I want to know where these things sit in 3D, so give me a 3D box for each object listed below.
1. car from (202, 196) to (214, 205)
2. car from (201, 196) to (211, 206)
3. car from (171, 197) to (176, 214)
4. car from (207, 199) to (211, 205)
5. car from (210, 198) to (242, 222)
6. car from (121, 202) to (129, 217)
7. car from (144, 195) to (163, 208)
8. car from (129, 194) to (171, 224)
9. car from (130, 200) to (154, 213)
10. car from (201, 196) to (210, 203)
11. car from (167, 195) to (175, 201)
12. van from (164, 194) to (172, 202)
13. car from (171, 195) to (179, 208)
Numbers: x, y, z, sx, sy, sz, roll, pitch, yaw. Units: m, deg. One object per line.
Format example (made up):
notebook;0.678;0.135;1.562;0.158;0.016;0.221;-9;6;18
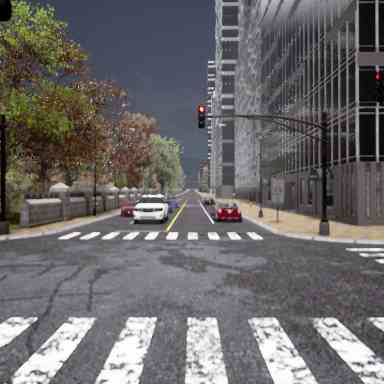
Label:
car;2.820;1.485;60.257;1.967;1.590;4.097;0;0;0
car;2.808;1.610;54.575;1.947;1.339;4.313;0;0;0
car;-3.021;1.558;35.992;1.812;1.442;4.674;0;0;0
car;2.759;1.594;31.851;1.947;1.339;4.313;0;0;0
car;2.748;1.464;26.171;1.967;1.590;4.097;0;0;0
car;-5.621;1.573;31.866;1.887;1.381;4.507;0;0;0
car;-5.585;1.357;48.915;2.192;1.841;5.009;0;0;0
car;-3.048;1.244;25.650;2.150;2.045;5.566;0;0;0
car;-5.610;1.584;37.549;2.008;1.369;4.403;0;0;0
car;2.845;1.566;71.792;1.752;1.417;4.829;0;0;0
car;-5.501;1.605;88.697;1.802;1.307;4.206;0;0;0
van;-5.524;1.377;77.331;1.690;1.788;3.998;0;0;0
car;-2.983;1.396;47.967;2.097;1.767;4.553;0;0;0
